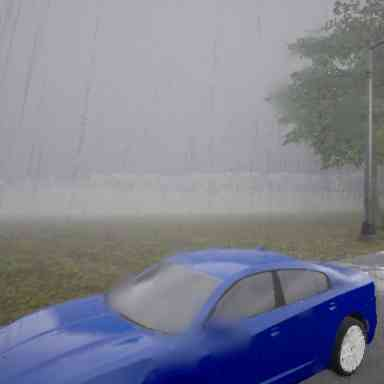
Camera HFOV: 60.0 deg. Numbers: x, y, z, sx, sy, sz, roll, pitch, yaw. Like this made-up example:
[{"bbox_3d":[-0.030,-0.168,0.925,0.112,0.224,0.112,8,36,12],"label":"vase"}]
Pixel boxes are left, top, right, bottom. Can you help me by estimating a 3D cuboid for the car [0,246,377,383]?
[{"bbox_3d":[0.276,1.498,4.042,5.008,1.535,1.882,1,0,-35],"label":"car"}]
